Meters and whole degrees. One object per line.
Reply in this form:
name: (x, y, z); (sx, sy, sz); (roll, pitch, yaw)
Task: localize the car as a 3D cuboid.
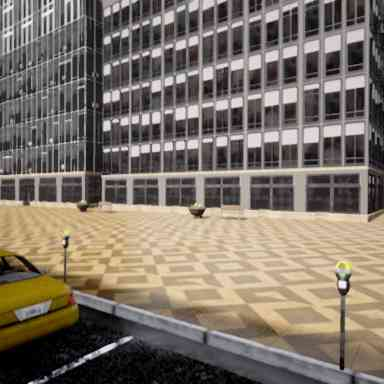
car: (-3.949, 1.521, 5.703); (4.829, 1.417, 1.752); (0, 0, 36)
